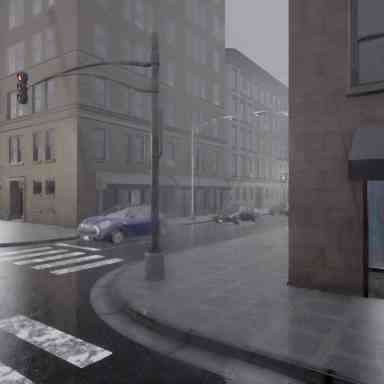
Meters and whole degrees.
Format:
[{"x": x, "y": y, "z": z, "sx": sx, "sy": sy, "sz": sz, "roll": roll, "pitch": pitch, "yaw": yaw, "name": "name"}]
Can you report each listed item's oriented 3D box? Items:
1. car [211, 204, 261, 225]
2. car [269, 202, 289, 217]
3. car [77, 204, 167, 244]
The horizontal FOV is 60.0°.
[{"x": 3.569, "y": 1.685, "z": 25.954, "sx": 2.033, "sy": 1.411, "sz": 5.357, "roll": 0, "pitch": 0, "yaw": 35, "name": "car"}, {"x": 9.838, "y": 1.743, "z": 34.751, "sx": 2.033, "sy": 1.411, "sz": 5.357, "roll": 0, "pitch": 0, "yaw": 36, "name": "car"}, {"x": -3.295, "y": 1.423, "z": 16.294, "sx": 2.097, "sy": 1.767, "sz": 4.553, "roll": 0, "pitch": 0, "yaw": 35, "name": "car"}]
